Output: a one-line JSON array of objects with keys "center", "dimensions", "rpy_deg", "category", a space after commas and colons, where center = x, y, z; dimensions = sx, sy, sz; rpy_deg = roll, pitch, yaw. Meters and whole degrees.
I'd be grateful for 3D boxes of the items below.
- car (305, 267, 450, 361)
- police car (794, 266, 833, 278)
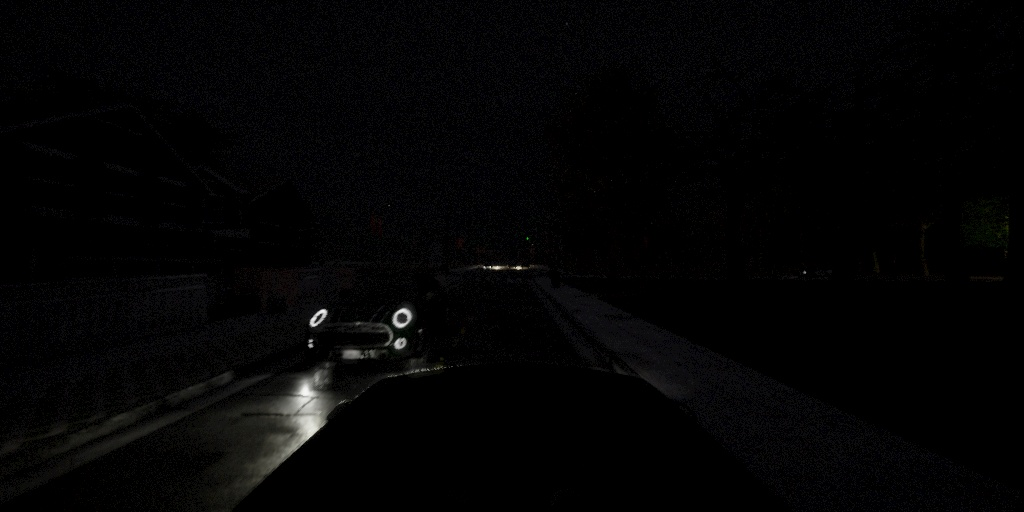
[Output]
[{"center": [-2.848, 1.179, 8.613], "dimensions": [2.097, 1.767, 4.553], "rpy_deg": [0, -1, 0], "category": "car"}, {"center": [40.806, 2.207, 48.159], "dimensions": [4.974, 1.542, 2.038], "rpy_deg": [1, -2, 0], "category": "police car"}]
